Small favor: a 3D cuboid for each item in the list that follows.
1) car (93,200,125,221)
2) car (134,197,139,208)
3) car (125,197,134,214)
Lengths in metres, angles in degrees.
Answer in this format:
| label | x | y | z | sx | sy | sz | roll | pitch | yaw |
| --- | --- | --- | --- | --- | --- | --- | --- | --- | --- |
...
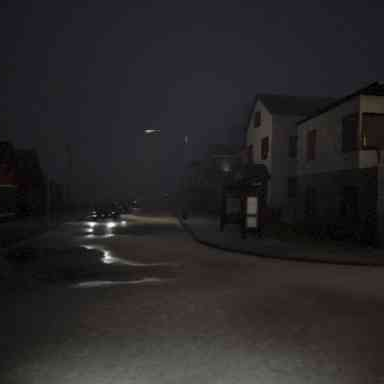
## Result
| label | x | y | z | sx | sy | sz | roll | pitch | yaw |
| --- | --- | --- | --- | --- | --- | --- | --- | --- | --- |
| car | -7.237 | 1.606 | 28.608 | 1.837 | 1.490 | 4.892 | 1 | -1 | -5 |
| car | -9.685 | 1.624 | 53.096 | 2.097 | 1.767 | 4.553 | 1 | 0 | -6 |
| car | -8.271 | 1.650 | 38.724 | 1.882 | 1.535 | 5.008 | 1 | -1 | -6 |
